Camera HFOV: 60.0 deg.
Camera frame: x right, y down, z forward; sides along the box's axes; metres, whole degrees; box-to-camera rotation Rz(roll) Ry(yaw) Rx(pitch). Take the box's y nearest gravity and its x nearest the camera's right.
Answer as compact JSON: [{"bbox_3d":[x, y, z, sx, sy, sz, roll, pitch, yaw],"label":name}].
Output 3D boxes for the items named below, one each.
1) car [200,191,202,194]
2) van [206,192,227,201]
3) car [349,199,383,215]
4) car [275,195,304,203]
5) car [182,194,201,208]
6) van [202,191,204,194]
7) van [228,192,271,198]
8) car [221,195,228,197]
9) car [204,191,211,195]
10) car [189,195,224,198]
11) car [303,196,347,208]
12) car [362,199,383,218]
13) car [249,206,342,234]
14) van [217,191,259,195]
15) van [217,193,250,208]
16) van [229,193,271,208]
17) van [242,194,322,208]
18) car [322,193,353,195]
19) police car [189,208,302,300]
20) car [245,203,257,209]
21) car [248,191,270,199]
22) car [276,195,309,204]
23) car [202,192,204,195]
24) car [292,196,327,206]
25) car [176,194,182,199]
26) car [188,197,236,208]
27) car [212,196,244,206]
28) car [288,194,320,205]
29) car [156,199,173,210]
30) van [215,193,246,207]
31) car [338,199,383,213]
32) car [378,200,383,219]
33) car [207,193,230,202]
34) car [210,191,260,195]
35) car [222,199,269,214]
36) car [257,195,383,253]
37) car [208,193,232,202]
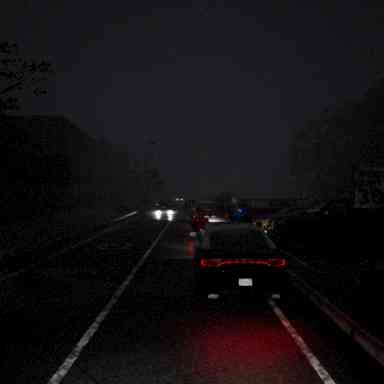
[{"bbox_3d":[5.709,1.096,91.713,5.366,1.575,1.946,0,0,0],"label":"car"},{"bbox_3d":[5.450,0.994,74.892,4.442,1.987,1.878,0,0,0],"label":"van"},{"bbox_3d":[18.721,1.526,33.544,4.792,1.488,2.163,0,0,0],"label":"car"},{"bbox_3d":[18.679,1.299,64.085,4.892,1.521,2.231,0,0,0],"label":"car"},{"bbox_3d":[-0.035,1.407,45.969,1.882,1.535,5.008,0,0,0],"label":"car"},{"bbox_3d":[5.421,0.914,86.104,4.442,1.987,1.878,0,0,0],"label":"van"},{"bbox_3d":[5.796,1.274,30.035,4.442,1.987,1.878,0,0,0],"label":"van"},{"bbox_3d":[5.664,1.475,38.449,4.892,1.521,2.231,0,0,0],"label":"car"},{"bbox_3d":[5.573,1.069,60.876,5.566,2.045,2.435,0,0,0],"label":"car"},{"bbox_3d":[0.948,1.350,24.493,2.097,1.767,4.553,0,0,0],"label":"car"},{"bbox_3d":[18.901,1.415,47.430,5.366,1.575,1.946,0,0,0],"label":"car"},{"bbox_3d":[18.942,1.497,30.773,5.366,1.575,1.946,0,0,0],"label":"car"},{"bbox_3d":[5.710,1.538,18.819,4.674,1.452,2.002,0,0,0],"label":"car"},{"bbox_3d":[5.768,1.234,41.256,4.442,1.987,1.878,0,0,0],"label":"van"},{"bbox_3d":[5.753,1.195,46.860,4.442,1.987,1.878,0,0,0],"label":"van"},{"bbox_3d":[5.570,1.277,27.233,4.442,1.987,1.878,0,0,0],"label":"van"},{"bbox_3d":[5.817,1.274,21.623,4.442,1.987,1.878,0,0,0],"label":"van"},{"bbox_3d":[18.708,1.221,39.101,5.566,2.045,2.435,0,0,0],"label":"car"},{"bbox_3d":[0.966,1.432,8.613,1.930,1.638,5.238,0,0,0],"label":"police car"},{"bbox_3d":[5.529,1.493,16.016,5.366,1.575,1.946,0,0,0],"label":"car"},{"bbox_3d":[18.574,0.847,91.968,5.566,2.045,2.435,0,0,0],"label":"car"},{"bbox_3d":[18.495,1.315,61.308,5.366,1.575,1.946,0,0,0],"label":"car"},{"bbox_3d":[5.554,1.200,77.697,5.008,1.535,2.097,0,0,0],"label":"car"},{"bbox_3d":[18.672,1.407,52.981,4.792,1.488,2.163,0,0,0],"label":"car"},{"bbox_3d":[-3.353,1.205,89.917,1.994,1.385,4.181,0,0,0],"label":"car"},{"bbox_3d":[0.954,1.356,18.485,2.097,1.767,4.553,0,0,0],"label":"car"},{"bbox_3d":[5.616,1.381,52.468,4.892,1.521,2.231,0,0,0],"label":"car"},{"bbox_3d":[18.725,1.232,55.758,4.553,1.767,2.185,0,0,0],"label":"car"},{"bbox_3d":[-3.397,1.549,41.810,1.895,1.301,4.718,0,0,0],"label":"car"},{"bbox_3d":[5.746,1.175,49.663,4.442,1.987,1.878,0,0,0],"label":"van"},{"bbox_3d":[18.772,1.515,36.327,4.792,1.488,2.163,0,0,0],"label":"car"},{"bbox_3d":[18.759,1.503,27.995,5.008,1.535,2.097,0,0,0],"label":"car"},{"bbox_3d":[5.549,1.134,69.286,4.553,1.767,2.185,0,0,0],"label":"car"},{"bbox_3d":[5.616,1.189,44.056,5.566,2.045,2.435,0,0,0],"label":"car"},{"bbox_3d":[5.662,1.527,35.646,4.674,1.452,2.002,0,0,0],"label":"car"},{"bbox_3d":[5.693,1.243,13.213,5.566,2.045,2.435,0,0,0],"label":"car"},{"bbox_3d":[5.556,1.154,66.483,4.553,1.767,2.185,0,0,0],"label":"car"}]
